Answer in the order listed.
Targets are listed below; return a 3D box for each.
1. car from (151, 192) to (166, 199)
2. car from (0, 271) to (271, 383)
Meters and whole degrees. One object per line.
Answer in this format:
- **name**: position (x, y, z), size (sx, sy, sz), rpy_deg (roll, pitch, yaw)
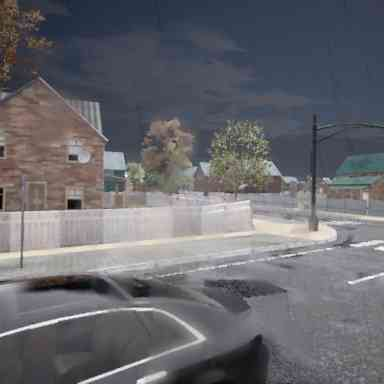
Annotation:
- **car**: position (-6.261, 0.682, 61.675), size (1.812, 1.442, 4.674), rpy_deg (1, 0, -20)
- **car**: position (-1.527, 1.513, 2.467), size (4.892, 1.490, 1.837), rpy_deg (0, 0, -35)
